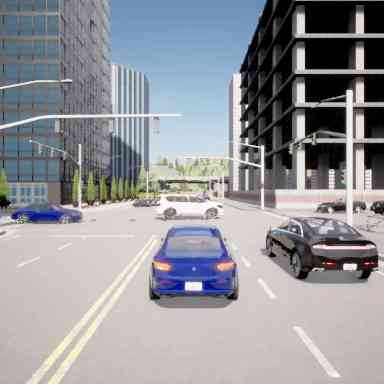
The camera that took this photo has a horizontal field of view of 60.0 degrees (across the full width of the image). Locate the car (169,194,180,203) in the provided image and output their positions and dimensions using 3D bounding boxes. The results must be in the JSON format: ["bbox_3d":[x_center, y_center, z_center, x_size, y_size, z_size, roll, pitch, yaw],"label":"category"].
[{"bbox_3d":[-3.636,1.355,70.075,2.097,1.767,4.553,0,0,0],"label":"car"}]

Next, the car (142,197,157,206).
[{"bbox_3d":[-7.197,1.601,56.943,1.895,1.301,4.718,0,0,0],"label":"car"}]

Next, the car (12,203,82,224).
[{"bbox_3d":[-10.189,1.494,23.516,4.674,1.442,1.812,0,0,-1],"label":"car"}]

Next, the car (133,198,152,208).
[{"bbox_3d":[-7.189,1.564,48.183,1.994,1.385,4.181,0,0,0],"label":"car"}]

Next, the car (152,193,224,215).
[{"bbox_3d":[-0.208,1.192,27.188,5.566,2.045,2.150,0,0,-1],"label":"car"}]

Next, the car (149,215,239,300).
[{"bbox_3d":[0.044,1.526,8.273,1.812,1.442,4.674,0,0,0],"label":"car"}]

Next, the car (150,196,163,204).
[{"bbox_3d":[-7.150,1.547,67.572,2.033,1.411,5.357,0,0,0],"label":"car"}]

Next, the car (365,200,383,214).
[{"bbox_3d":[19.762,1.166,31.100,5.566,2.045,2.150,0,0,0],"label":"car"}]

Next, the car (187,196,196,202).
[{"bbox_3d":[-0.152,1.593,78.210,1.895,1.301,4.718,0,0,0],"label":"car"}]

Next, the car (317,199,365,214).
[{"bbox_3d":[15.516,1.436,34.589,4.902,1.511,2.128,0,0,0],"label":"car"}]

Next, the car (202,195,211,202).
[{"bbox_3d":[3.349,1.522,77.874,1.812,1.442,4.674,0,0,0],"label":"car"}]

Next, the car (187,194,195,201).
[{"bbox_3d":[-0.169,1.339,86.913,2.097,1.767,4.553,0,0,0],"label":"car"}]

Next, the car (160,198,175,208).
[{"bbox_3d":[-3.694,1.601,50.311,1.895,1.301,4.718,0,0,0],"label":"car"}]

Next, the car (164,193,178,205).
[{"bbox_3d":[-3.692,1.221,60.085,2.150,2.045,5.566,0,0,0],"label":"car"}]

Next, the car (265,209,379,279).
[{"bbox_3d":[3.560,1.492,9.996,2.128,1.511,4.902,0,0,-1],"label":"car"}]

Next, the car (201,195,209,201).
[{"bbox_3d":[3.331,1.483,86.949,1.837,1.490,4.892,0,0,0],"label":"car"}]
